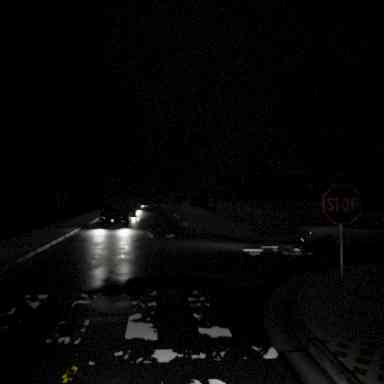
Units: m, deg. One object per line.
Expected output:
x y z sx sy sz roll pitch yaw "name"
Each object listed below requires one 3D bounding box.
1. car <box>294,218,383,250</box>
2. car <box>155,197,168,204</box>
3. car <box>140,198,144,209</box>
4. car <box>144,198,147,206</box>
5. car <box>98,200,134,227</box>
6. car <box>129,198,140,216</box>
7.072 1.818 14.726 4.718 1.301 1.895 1 -3 -2 "car"
-6.179 1.707 66.590 1.812 1.442 4.674 0 0 3 "car"
-7.816 1.639 44.156 1.895 1.301 4.718 0 0 -6 "car"
-9.128 1.729 59.457 2.033 1.411 5.357 0 0 -2 "car"
-5.226 1.516 22.967 1.837 1.490 4.892 0 0 -7 "car"
-6.392 1.490 32.349 1.882 1.535 5.008 0 0 -7 "car"
